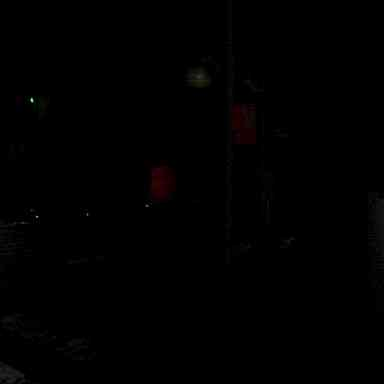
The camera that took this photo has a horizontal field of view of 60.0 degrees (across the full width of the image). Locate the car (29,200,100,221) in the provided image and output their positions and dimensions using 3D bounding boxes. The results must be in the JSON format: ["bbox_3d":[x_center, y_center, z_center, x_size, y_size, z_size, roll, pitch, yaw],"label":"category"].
[{"bbox_3d":[-9.096,1.303,24.022,1.895,1.301,4.718,0,1,35],"label":"car"}]

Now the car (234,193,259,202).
[{"bbox_3d":[7.958,0.794,48.413,1.895,1.301,4.718,0,1,35],"label":"car"}]

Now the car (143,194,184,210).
[{"bbox_3d":[-2.783,0.999,33.082,2.128,1.511,4.902,0,1,35],"label":"car"}]
